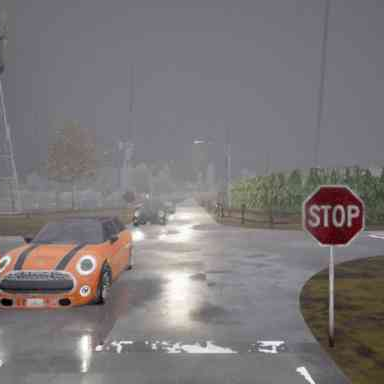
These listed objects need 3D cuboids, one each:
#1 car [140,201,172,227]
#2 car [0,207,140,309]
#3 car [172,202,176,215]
[{"bbox_3d":[-2.741,1.410,23.249,2.097,1.767,4.553,0,0,0],"label":"car"},{"bbox_3d":[-2.754,1.376,8.087,2.097,1.767,4.553,0,-1,0],"label":"car"},{"bbox_3d":[-2.737,1.733,36.289,2.033,1.411,5.357,0,-1,0],"label":"car"}]
